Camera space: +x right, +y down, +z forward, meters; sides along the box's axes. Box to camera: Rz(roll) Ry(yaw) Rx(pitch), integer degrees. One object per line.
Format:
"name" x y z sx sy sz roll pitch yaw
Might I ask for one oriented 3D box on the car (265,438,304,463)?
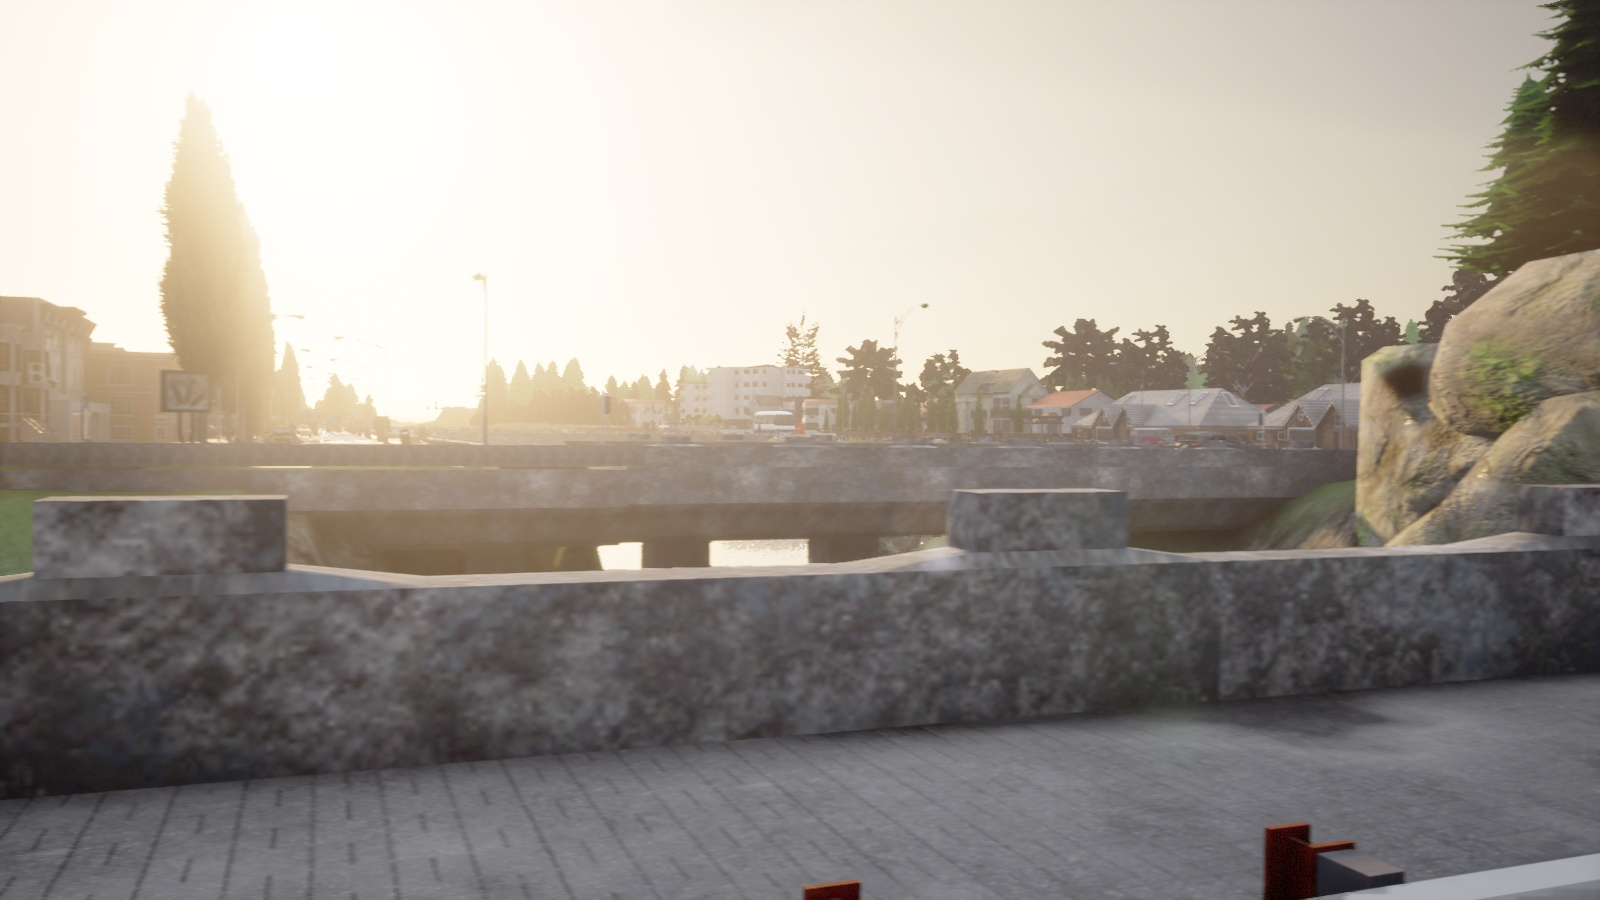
"car" -29.753 0.003 72.560 1.994 1.385 4.181 -1 1 -21

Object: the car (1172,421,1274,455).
"car" 21.908 -0.655 65.029 4.611 1.667 2.242 -1 1 -21
